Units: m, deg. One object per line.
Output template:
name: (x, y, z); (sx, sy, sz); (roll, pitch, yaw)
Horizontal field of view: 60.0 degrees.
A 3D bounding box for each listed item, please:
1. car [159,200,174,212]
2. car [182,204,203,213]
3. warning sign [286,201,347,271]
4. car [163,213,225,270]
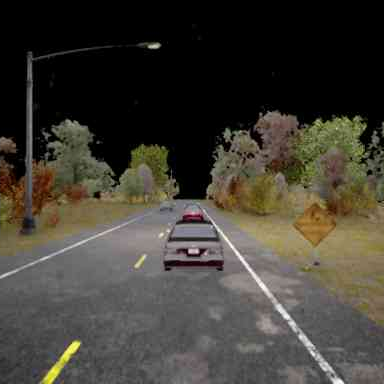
car: (-3.583, 1.992, 47.422); (1.837, 1.490, 4.892); (0, -1, 0)
car: (0.088, 1.887, 32.227); (1.994, 1.385, 4.181); (0, -1, 0)
warning sign: (3.537, 1.210, 9.578); (1.300, 1.860, 1.060); (-1, -1, 0)
car: (0.063, 1.660, 11.428); (2.033, 1.411, 5.357); (0, -1, 0)
